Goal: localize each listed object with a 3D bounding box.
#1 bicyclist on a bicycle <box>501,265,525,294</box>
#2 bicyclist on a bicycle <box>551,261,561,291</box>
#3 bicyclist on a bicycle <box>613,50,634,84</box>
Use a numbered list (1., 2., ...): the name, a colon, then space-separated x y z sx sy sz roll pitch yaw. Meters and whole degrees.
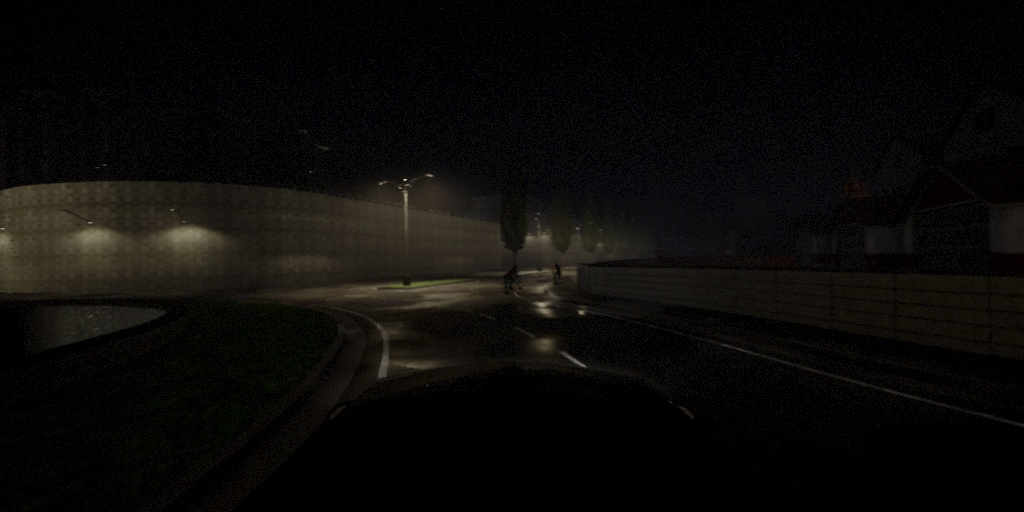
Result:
1. bicyclist on a bicycle: 0.050 1.342 20.252 1.656 1.620 0.582 -1 0 34
2. bicyclist on a bicycle: 2.496 1.131 20.111 0.582 1.620 1.656 -1 0 -6
3. bicyclist on a bicycle: 6.016 -9.933 19.185 0.582 1.620 1.656 -24 -24 -11
